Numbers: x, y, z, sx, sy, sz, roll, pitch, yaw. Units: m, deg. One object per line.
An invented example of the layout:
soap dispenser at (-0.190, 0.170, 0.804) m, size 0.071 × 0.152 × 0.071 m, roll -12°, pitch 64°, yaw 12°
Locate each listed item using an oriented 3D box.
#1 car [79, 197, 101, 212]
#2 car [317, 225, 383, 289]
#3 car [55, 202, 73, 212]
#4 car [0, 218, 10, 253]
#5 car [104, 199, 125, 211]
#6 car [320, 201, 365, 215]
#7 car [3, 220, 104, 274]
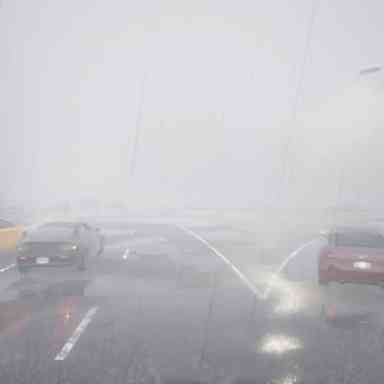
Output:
car at (-14.816, 1.742, 48.200) m, size 2.150 × 2.045 × 5.566 m, roll 0°, pitch -1°, yaw -29°
car at (4.580, 1.617, 9.292) m, size 1.994 × 1.385 × 4.181 m, roll -1°, pitch -1°, yaw 23°
car at (-18.139, 2.096, 46.993) m, size 1.994 × 1.385 × 4.181 m, roll 0°, pitch -1°, yaw -29°
car at (-7.799, 1.638, 12.335) m, size 1.882 × 1.535 × 5.008 m, roll 0°, pitch -1°, yaw -6°
car at (-11.676, 1.866, 49.749) m, size 2.097 × 1.767 × 4.553 m, roll 0°, pitch -1°, yaw -29°
car at (16.634, 1.759, 36.903) m, size 4.674 × 1.442 × 1.812 m, roll 0°, pitch -1°, yaw 8°
car at (-4.138, 1.650, 11.011) m, size 1.812 × 1.442 × 4.674 m, roll 0°, pitch -1°, yaw -6°
